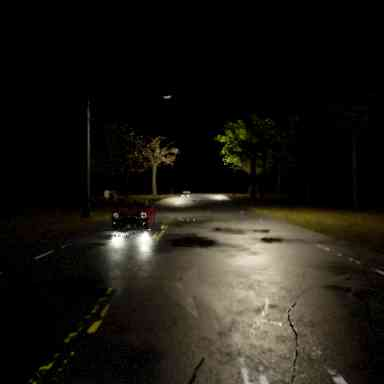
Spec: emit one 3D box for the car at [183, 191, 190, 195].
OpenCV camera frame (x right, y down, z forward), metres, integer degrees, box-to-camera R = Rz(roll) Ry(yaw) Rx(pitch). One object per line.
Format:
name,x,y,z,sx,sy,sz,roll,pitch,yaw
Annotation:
car,-1.610,0.243,92.512,1.895,1.301,4.718,0,1,2

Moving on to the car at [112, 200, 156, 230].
car,-3.506,1.313,20.652,2.097,1.767,4.553,0,0,0
